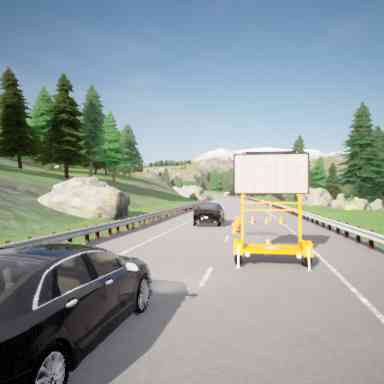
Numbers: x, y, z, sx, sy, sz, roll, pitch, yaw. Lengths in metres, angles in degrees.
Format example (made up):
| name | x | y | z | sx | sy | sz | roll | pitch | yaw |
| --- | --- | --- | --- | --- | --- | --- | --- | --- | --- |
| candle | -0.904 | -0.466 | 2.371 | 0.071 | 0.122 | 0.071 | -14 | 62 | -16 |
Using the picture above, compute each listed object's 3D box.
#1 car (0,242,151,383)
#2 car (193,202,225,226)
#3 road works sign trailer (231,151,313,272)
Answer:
| name | x | y | z | sx | sy | sz | roll | pitch | yaw |
| --- | --- | --- | --- | --- | --- | --- | --- | --- | --- |
| car | -2.053 | 1.506 | 4.885 | 1.837 | 1.490 | 4.892 | 0 | 0 | 11 |
| car | 1.288 | 1.486 | 23.856 | 1.882 | 1.535 | 5.008 | 0 | 0 | 9 |
| road works sign trailer | 2.582 | 0.468 | 10.973 | 2.380 | 3.560 | 2.880 | 0 | 0 | 10 |
